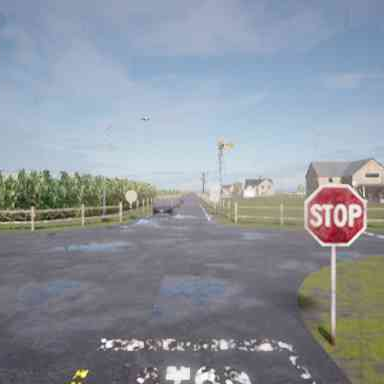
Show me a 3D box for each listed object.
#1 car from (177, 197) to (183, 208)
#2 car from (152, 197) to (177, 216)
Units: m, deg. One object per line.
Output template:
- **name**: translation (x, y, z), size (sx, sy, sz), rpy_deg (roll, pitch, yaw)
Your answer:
- **car**: translation (-2.752, 1.513, 48.673), size (1.812, 1.442, 4.674), rpy_deg (0, 0, 1)
- **car**: translation (-2.791, 1.462, 33.133), size (1.882, 1.535, 5.008), rpy_deg (0, 0, 0)
